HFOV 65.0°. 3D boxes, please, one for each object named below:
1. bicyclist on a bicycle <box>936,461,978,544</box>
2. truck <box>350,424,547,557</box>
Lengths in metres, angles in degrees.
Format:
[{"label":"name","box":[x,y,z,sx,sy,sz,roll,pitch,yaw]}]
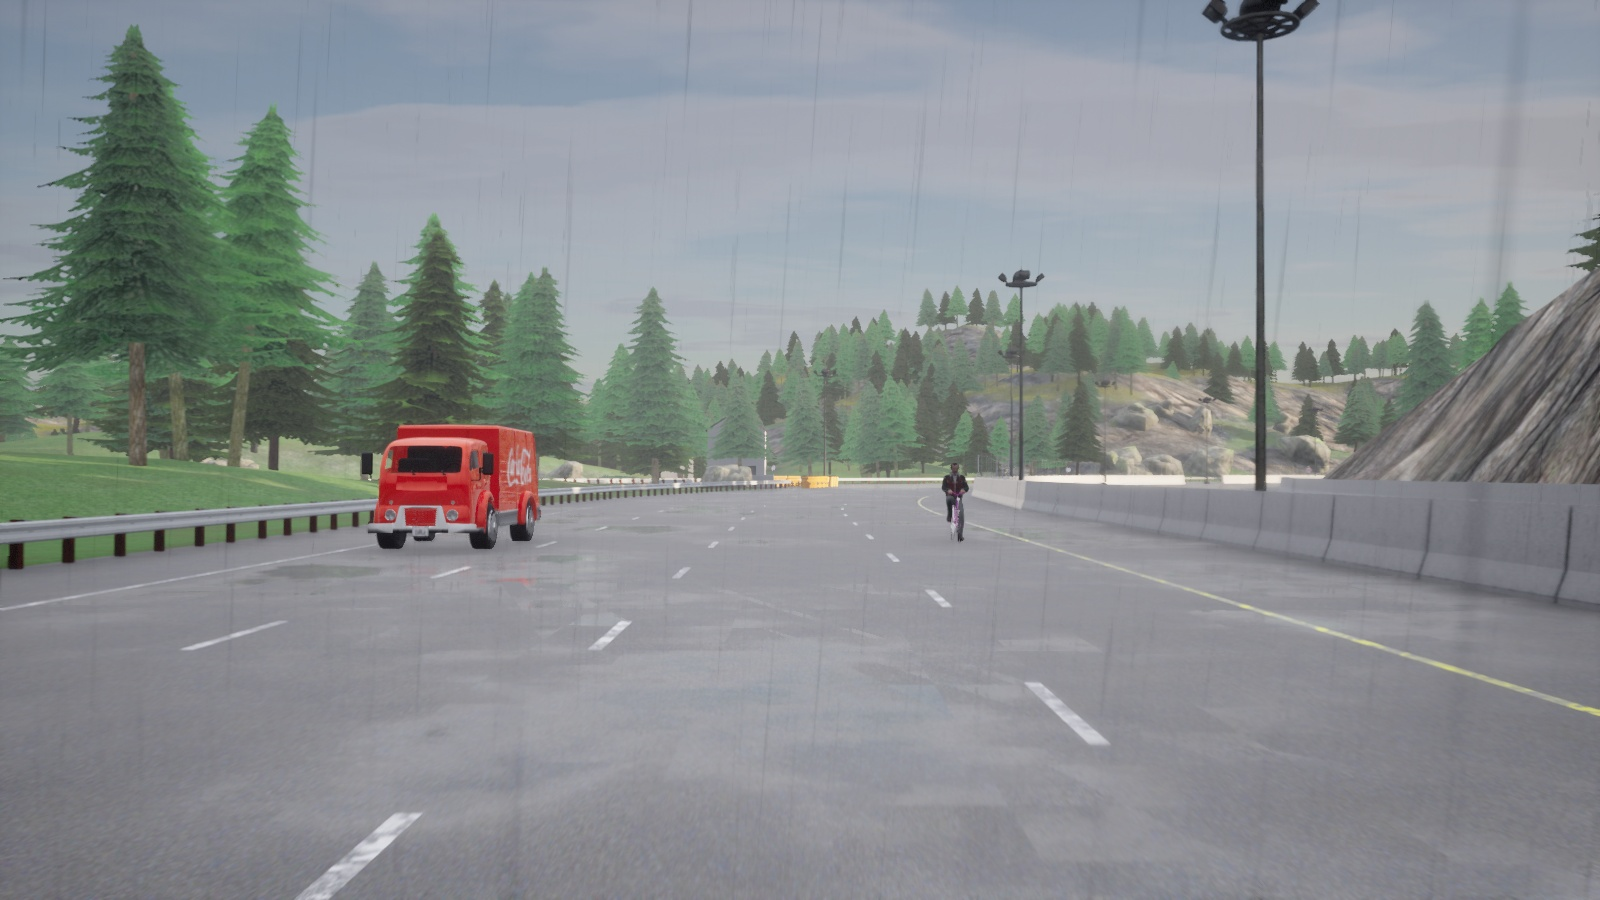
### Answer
[{"label":"bicyclist on a bicycle","box":[3.432,1.132,27.569,0.659,1.776,1.843,0,-1,0]},{"label":"truck","box":[-7.065,0.790,25.971,2.627,2.467,5.204,0,-1,0]}]
